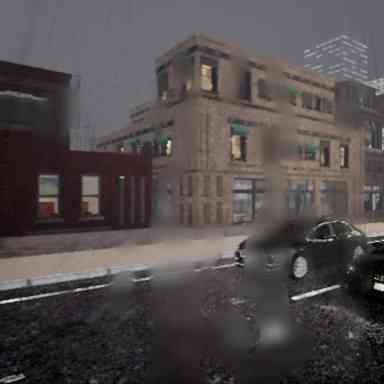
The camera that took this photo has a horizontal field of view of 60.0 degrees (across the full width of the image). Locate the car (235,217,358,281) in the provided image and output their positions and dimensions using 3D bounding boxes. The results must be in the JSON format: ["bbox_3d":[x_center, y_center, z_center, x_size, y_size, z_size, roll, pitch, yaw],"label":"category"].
[{"bbox_3d":[3.473,1.561,10.156,4.892,1.490,1.837,0,0,-35],"label":"car"}]

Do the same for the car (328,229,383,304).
[{"bbox_3d":[5.186,1.619,7.386,4.181,1.385,1.994,0,0,-35],"label":"car"}]
